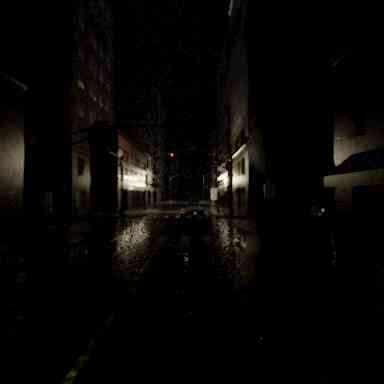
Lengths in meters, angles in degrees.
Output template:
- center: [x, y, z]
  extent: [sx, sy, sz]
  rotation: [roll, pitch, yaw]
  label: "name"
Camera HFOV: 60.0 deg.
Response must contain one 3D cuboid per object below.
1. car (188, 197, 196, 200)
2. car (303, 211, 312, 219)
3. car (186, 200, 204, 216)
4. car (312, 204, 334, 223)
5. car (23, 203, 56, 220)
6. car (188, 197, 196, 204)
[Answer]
- center: [0.018, 2.114, 72.180]
  extent: [1.812, 1.442, 4.674]
  rotation: [0, 0, 0]
  label: "car"
- center: [12.431, 1.775, 29.589]
  extent: [4.829, 1.417, 1.752]
  rotation: [0, 0, 1]
  label: "car"
- center: [0.311, 1.915, 36.573]
  extent: [1.895, 1.301, 4.718]
  rotation: [0, 0, 0]
  label: "car"
- center: [13.132, 1.455, 27.016]
  extent: [5.566, 2.045, 2.150]
  rotation: [0, 0, 1]
  label: "car"
- center: [-14.593, 1.683, 29.877]
  extent: [4.097, 1.590, 1.967]
  rotation: [0, 0, 1]
  label: "car"
- center: [0.020, 2.052, 82.183]
  extent: [1.837, 1.490, 4.892]
  rotation: [0, 0, 0]
  label: "car"
